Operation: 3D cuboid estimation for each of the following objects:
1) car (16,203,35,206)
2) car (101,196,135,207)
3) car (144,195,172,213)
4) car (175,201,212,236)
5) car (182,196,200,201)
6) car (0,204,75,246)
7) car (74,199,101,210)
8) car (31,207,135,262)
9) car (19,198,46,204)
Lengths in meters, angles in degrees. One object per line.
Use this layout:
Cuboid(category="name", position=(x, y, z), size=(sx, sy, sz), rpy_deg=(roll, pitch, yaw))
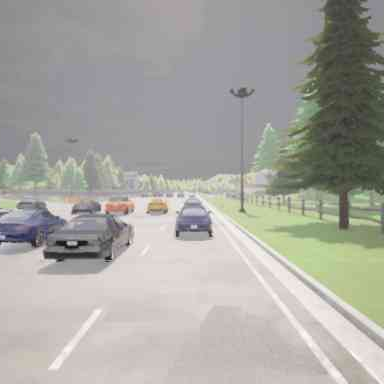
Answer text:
Cuboid(category="car", position=(-10.397, 1.488, 17.548), size=(1.994, 1.385, 4.181), rpy_deg=(0, 0, 0))
Cuboid(category="car", position=(-6.894, 1.213, 32.185), size=(2.097, 1.767, 4.553), rpy_deg=(0, 0, 0))
Cuboid(category="car", position=(-3.392, 1.331, 34.021), size=(1.882, 1.535, 5.008), rpy_deg=(0, 0, 0))
Cuboid(category="car", position=(0.090, 1.448, 17.793), size=(1.812, 1.442, 4.674), rpy_deg=(0, 0, 0))
Cuboid(category="car", position=(0.094, 1.381, 33.481), size=(1.812, 1.442, 4.674), rpy_deg=(0, 0, 0))
Cuboid(category="car", position=(-6.906, 1.463, 14.373), size=(1.812, 1.442, 4.674), rpy_deg=(0, 0, 0))
Cuboid(category="car", position=(-10.392, 1.421, 33.153), size=(1.994, 1.385, 4.181), rpy_deg=(0, 0, 0))
Cuboid(category="car", position=(-3.398, 1.495, 11.930), size=(2.033, 1.411, 5.357), rpy_deg=(0, 0, 0))
Cuboid(category="car", position=(-15.529, 1.352, 32.324), size=(2.128, 1.511, 4.902), rpy_deg=(0, 0, -11))
